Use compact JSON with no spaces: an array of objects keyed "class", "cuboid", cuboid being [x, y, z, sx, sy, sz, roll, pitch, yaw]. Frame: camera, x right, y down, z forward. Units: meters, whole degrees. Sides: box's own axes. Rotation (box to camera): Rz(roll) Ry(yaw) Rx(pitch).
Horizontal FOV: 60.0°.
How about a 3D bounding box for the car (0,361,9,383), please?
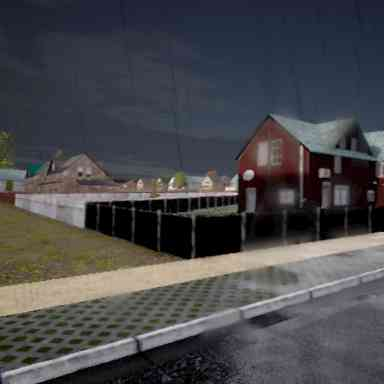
[{"class":"car","cuboid":[-2.960,1.351,0.956,4.553,1.767,2.097,0,0,-35]}]
